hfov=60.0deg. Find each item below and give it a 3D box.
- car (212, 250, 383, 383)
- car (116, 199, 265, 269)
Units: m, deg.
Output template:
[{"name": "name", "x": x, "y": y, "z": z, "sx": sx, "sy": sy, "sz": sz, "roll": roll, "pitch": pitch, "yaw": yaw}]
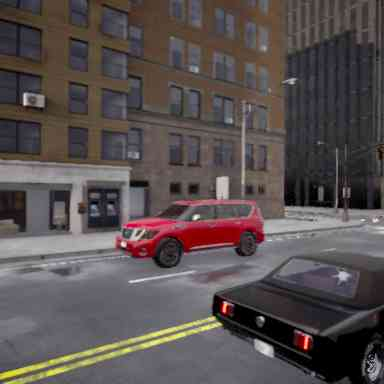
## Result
[{"name": "car", "x": 2.695, "y": 1.648, "z": 5.365, "sx": 4.718, "sy": 1.301, "sz": 1.895, "roll": 1, "pitch": 0, "yaw": -36}, {"name": "car", "x": 0.165, "y": 1.285, "z": 11.782, "sx": 5.566, "sy": 2.045, "sz": 2.150, "roll": 1, "pitch": -1, "yaw": -35}]
